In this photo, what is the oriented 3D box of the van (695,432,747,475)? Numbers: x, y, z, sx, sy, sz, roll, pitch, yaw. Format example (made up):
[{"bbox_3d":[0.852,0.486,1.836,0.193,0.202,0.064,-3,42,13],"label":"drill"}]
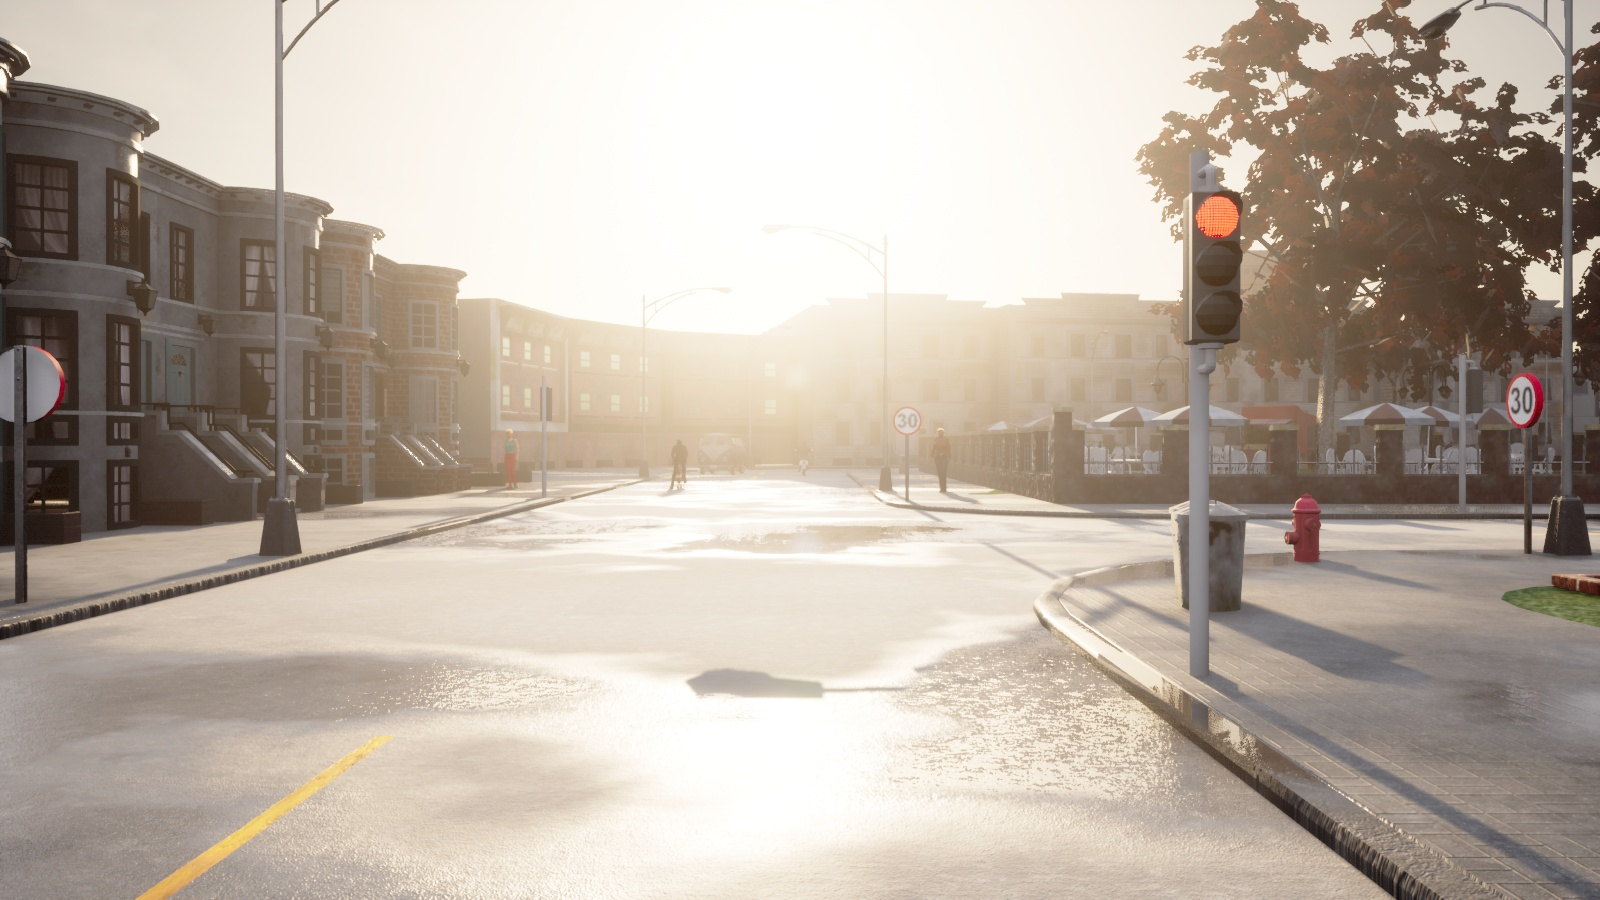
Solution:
[{"bbox_3d":[-3.728,0.159,59.766,1.775,1.987,4.442,0,0,6],"label":"van"}]

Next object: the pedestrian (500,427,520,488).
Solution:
[{"bbox_3d":[-8.801,0.231,38.132,0.345,1.836,0.594,0,0,14],"label":"pedestrian"}]

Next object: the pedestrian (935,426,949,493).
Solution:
[{"bbox_3d":[3.945,0.263,34.866,0.331,1.846,0.636,0,0,13],"label":"pedestrian"}]

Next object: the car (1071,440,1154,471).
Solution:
[{"bbox_3d":[16.787,0.277,67.546,3.988,1.617,1.851,0,0,0],"label":"car"}]
